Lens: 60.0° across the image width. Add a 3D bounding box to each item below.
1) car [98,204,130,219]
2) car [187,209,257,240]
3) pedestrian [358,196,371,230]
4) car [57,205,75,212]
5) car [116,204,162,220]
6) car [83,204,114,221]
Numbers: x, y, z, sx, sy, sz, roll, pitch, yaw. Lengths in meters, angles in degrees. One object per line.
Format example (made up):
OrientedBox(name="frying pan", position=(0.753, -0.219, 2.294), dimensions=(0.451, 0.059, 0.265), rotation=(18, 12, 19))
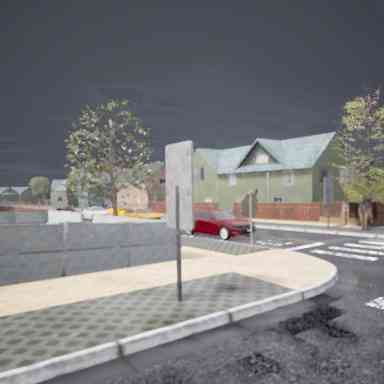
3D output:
OrientedBox(name="car", position=(-9.238, 2.197, 38.963), dimensions=(1.882, 1.535, 5.008), rotation=(-2, 0, -35))
OrientedBox(name="car", position=(1.435, 1.726, 18.883), dimensions=(1.882, 1.535, 5.008), rotation=(-2, 0, -36))
OrientedBox(name="pedestrian", position=(9.263, 1.140, 17.982), dimensions=(0.375, 1.860, 0.375), rotation=(-3, 2, -35))
OrientedBox(name="car", position=(-21.187, 2.809, 55.756), dimensions=(1.895, 1.301, 4.718), rotation=(-2, 0, -35))
OrientedBox(name="car", position=(-4.221, 1.957, 26.836), dimensions=(1.882, 1.535, 5.008), rotation=(-2, 0, -36))
OrientedBox(name="car", position=(-10.106, 2.246, 35.106), dimensions=(1.812, 1.442, 4.674), rotation=(-2, 0, -36))
